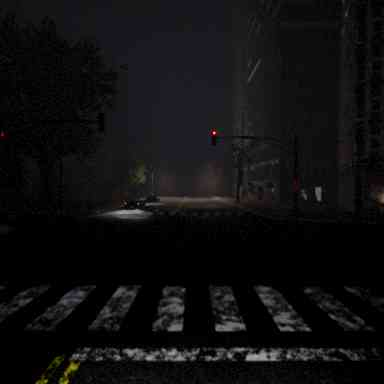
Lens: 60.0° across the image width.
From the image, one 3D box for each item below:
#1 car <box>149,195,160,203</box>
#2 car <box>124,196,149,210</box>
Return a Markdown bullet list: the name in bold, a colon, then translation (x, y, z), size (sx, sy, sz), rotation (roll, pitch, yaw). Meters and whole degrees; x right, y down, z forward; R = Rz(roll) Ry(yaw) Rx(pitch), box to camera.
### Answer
- **car**: translation (-6.498, 1.158, 55.465), size (1.994, 1.385, 4.181), rotation (0, 1, 0)
- **car**: translation (-6.499, 1.309, 38.166), size (1.895, 1.301, 4.718), rotation (0, 1, 0)
